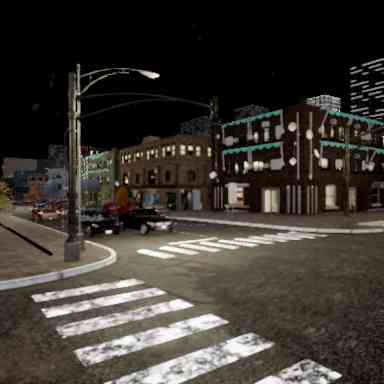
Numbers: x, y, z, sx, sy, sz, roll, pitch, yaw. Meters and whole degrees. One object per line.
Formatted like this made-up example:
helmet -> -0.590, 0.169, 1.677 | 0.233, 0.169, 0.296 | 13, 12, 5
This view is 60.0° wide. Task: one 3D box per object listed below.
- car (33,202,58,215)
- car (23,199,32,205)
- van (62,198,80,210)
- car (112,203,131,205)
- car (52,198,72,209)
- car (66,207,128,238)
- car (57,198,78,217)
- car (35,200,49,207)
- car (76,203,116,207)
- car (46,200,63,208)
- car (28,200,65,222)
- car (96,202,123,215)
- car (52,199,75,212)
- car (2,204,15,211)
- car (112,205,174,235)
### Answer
car -> -19.282, 2.095, 43.632 | 2.033, 1.411, 5.357 | -1, 0, -35
car -> -42.223, 2.439, 85.786 | 1.967, 1.590, 4.097 | -1, 0, -35
van -> -19.767, 1.941, 54.213 | 1.690, 1.788, 3.998 | -1, 0, -35
car -> -6.929, 1.939, 36.172 | 1.802, 1.307, 4.206 | -1, 0, -35
car -> -22.976, 1.973, 58.723 | 2.192, 1.841, 5.009 | -1, 0, -35
car -> -5.812, 1.831, 19.934 | 1.947, 1.339, 4.313 | -1, 0, -35
car -> -13.284, 1.785, 35.139 | 2.097, 1.767, 4.553 | -1, 0, -35
car -> -32.596, 2.396, 72.255 | 1.947, 1.339, 4.313 | -1, 0, -35
car -> -8.112, 1.897, 27.866 | 1.994, 1.385, 4.181 | -1, 0, -35
car -> -26.179, 2.260, 63.234 | 1.887, 1.381, 4.507 | -1, 0, -35
car -> -13.759, 1.862, 31.312 | 1.967, 1.590, 4.097 | -1, 0, -35
car -> -10.136, 2.001, 40.682 | 1.802, 1.307, 4.206 | -1, 0, -35
car -> -18.717, 1.913, 48.288 | 2.097, 1.767, 4.553 | -1, 0, -35
car -> -29.700, 2.246, 53.726 | 1.752, 1.417, 4.829 | -1, 0, -35
car -> -2.986, 1.758, 20.662 | 1.812, 1.442, 4.674 | -1, 0, -37
